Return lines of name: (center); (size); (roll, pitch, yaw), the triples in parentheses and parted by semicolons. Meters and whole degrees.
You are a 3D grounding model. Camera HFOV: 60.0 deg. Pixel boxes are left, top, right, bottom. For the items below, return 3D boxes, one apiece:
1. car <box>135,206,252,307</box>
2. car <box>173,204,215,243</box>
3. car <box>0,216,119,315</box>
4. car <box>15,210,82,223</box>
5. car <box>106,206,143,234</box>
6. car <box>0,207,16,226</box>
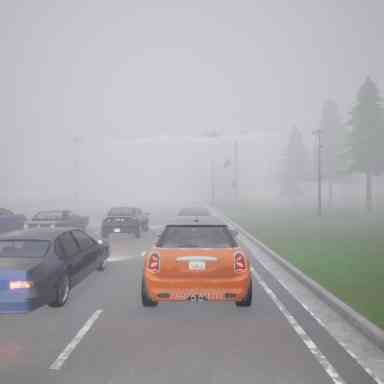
car: (0.092, 1.352, 8.145); (2.097, 1.767, 4.553); (0, 0, 0)
car: (0.082, 1.478, 17.172); (1.882, 1.535, 5.008); (0, 0, 0)
car: (-3.407, 1.547, 7.870); (2.033, 1.411, 5.357); (0, 0, 0)
car: (-6.918, 1.601, 17.364); (1.895, 1.301, 4.718); (0, 0, 0)
car: (-3.420, 1.505, 17.615); (1.837, 1.490, 4.892); (0, 0, 0)
car: (-10.419, 1.478, 17.160); (1.882, 1.535, 5.008); (0, 0, 0)
